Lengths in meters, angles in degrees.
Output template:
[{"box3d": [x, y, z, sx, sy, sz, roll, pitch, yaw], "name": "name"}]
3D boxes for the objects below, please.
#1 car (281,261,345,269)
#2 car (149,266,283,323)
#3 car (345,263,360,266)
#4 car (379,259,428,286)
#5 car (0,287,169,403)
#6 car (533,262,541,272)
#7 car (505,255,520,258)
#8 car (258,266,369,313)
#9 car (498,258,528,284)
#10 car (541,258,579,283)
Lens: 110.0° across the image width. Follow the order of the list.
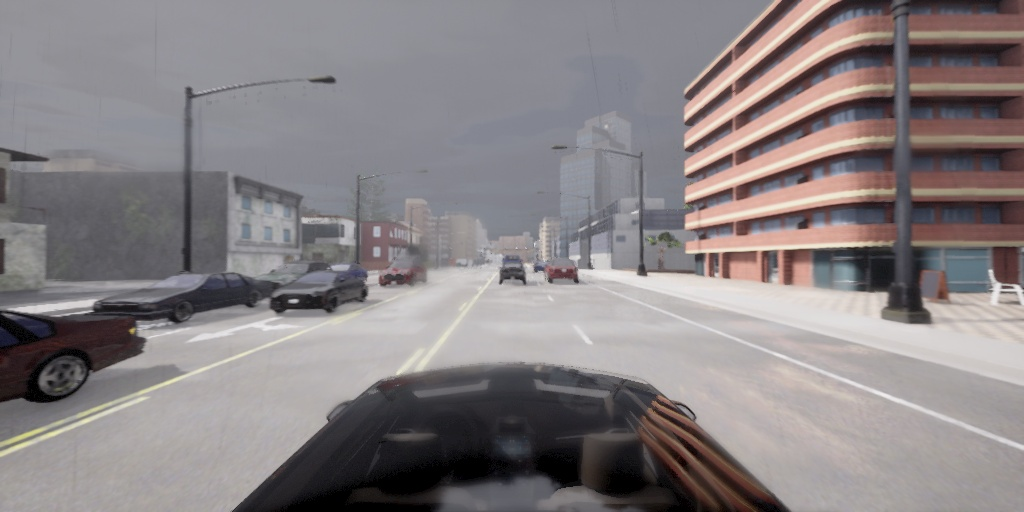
[{"box3d": [-10.501, 1.043, 17.695, 2.097, 1.767, 4.553, 0, 0, 0], "name": "car"}, {"box3d": [-10.595, 1.261, 12.271, 2.033, 1.411, 5.357, 0, 0, 0], "name": "car"}, {"box3d": [-10.555, 1.185, 22.426, 1.812, 1.442, 4.674, 0, 0, 0], "name": "car"}, {"box3d": [-7.050, 0.999, 23.647, 2.097, 1.767, 4.553, 0, 0, 1], "name": "car"}, {"box3d": [-7.099, 1.300, 3.637, 2.033, 1.411, 5.357, 0, 0, 0], "name": "car"}, {"box3d": [3.580, 1.228, 43.205, 1.994, 1.385, 4.181, 0, -1, 0], "name": "car"}, {"box3d": [0.074, 0.876, 41.982, 2.150, 2.045, 5.566, 0, -1, 0], "name": "car"}, {"box3d": [-7.092, 1.265, 13.626, 1.994, 1.385, 4.181, 0, 0, 0], "name": "car"}, {"box3d": [0.061, 1.131, 25.417, 1.837, 1.490, 4.892, 0, 0, 1], "name": "car"}, {"box3d": [3.527, 0.966, 26.416, 2.097, 1.767, 4.553, 0, 0, 0], "name": "car"}]
